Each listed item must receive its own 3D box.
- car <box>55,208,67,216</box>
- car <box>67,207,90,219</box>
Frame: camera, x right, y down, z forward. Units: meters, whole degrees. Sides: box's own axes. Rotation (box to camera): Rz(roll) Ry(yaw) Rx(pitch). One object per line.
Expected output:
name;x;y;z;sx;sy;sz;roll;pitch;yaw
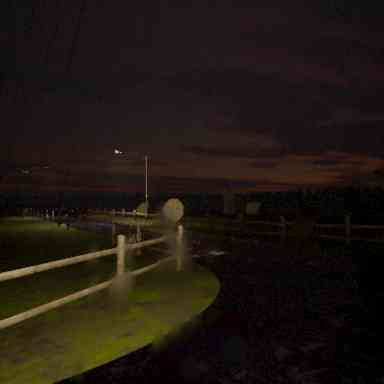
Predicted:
car;-22.727;3.426;58.287;1.994;1.385;4.181;0;-2;-32
car;-15.778;2.971;47.046;1.837;1.490;4.892;0;-3;-32
